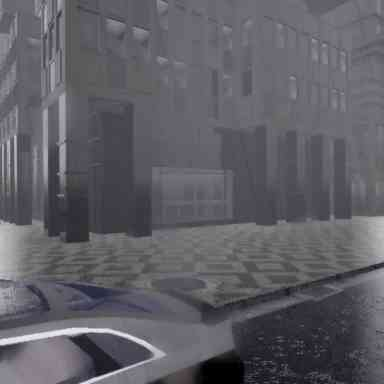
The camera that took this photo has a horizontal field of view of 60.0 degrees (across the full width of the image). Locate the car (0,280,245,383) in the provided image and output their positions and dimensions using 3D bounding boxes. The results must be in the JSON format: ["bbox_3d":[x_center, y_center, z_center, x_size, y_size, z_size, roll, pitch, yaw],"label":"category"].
[{"bbox_3d":[-1.811,1.492,2.083,4.902,1.511,2.128,0,0,-36],"label":"car"}]
